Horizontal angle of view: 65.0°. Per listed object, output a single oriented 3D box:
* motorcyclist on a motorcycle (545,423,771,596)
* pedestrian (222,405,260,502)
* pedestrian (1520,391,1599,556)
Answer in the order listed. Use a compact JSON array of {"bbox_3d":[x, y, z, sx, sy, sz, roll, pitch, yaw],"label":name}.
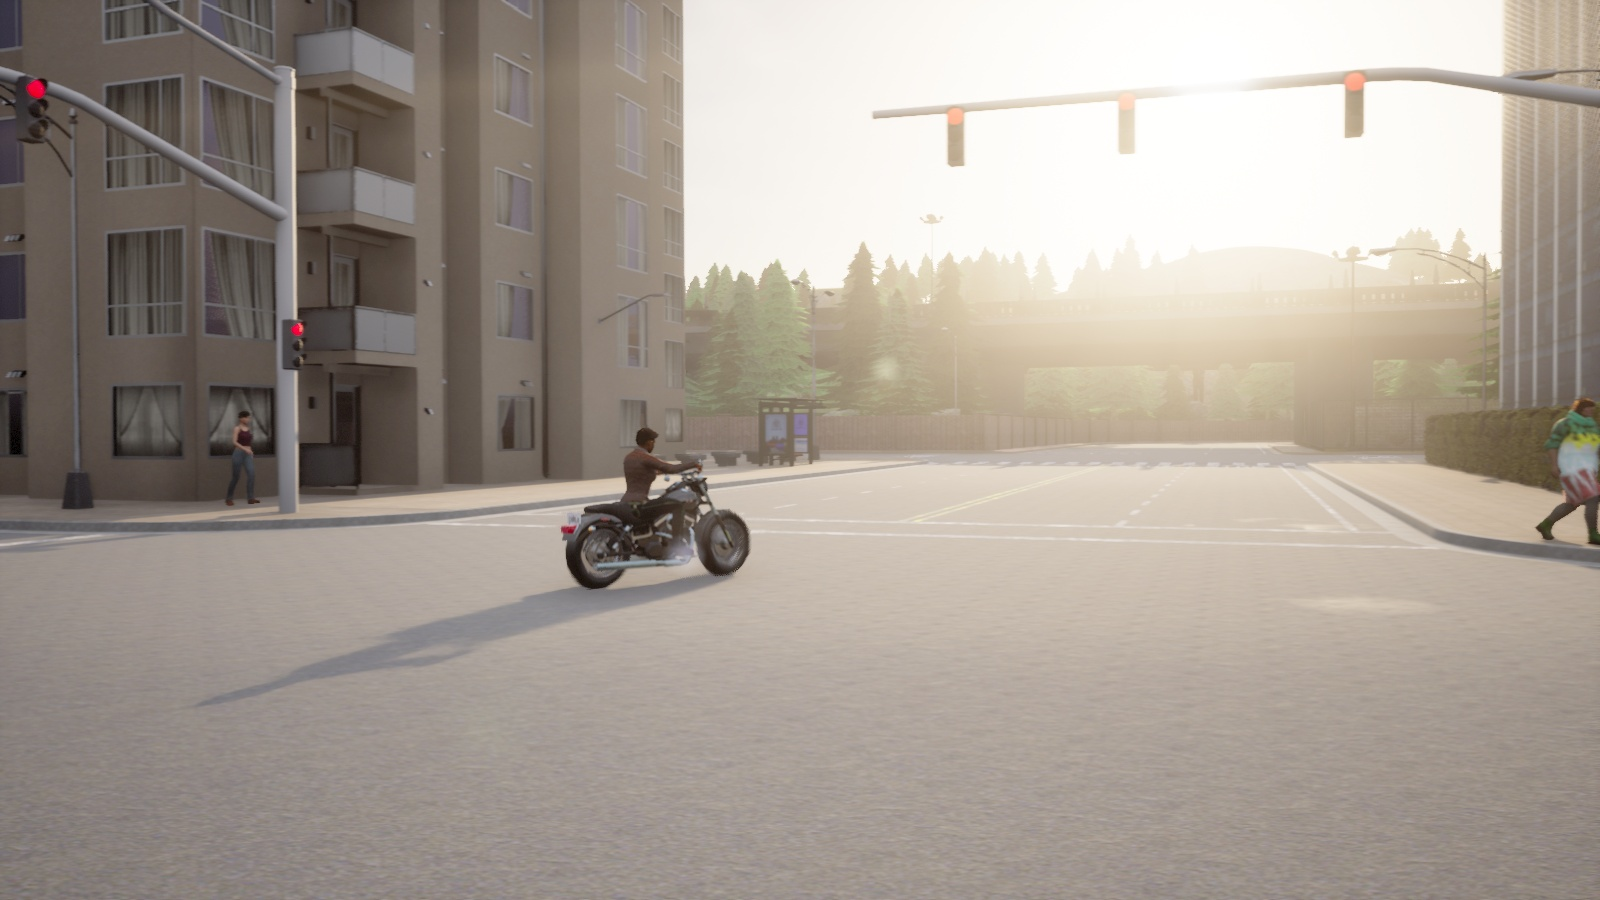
[{"bbox_3d":[-1.436,0.562,13.091,2.350,1.649,0.766,0,1,-43],"label":"motorcyclist on a motorcycle"},{"bbox_3d":[-10.757,0.058,24.161,0.594,1.836,0.345,1,1,25],"label":"pedestrian"},{"bbox_3d":[9.482,0.269,15.428,0.659,1.952,0.873,0,1,-26],"label":"pedestrian"}]
